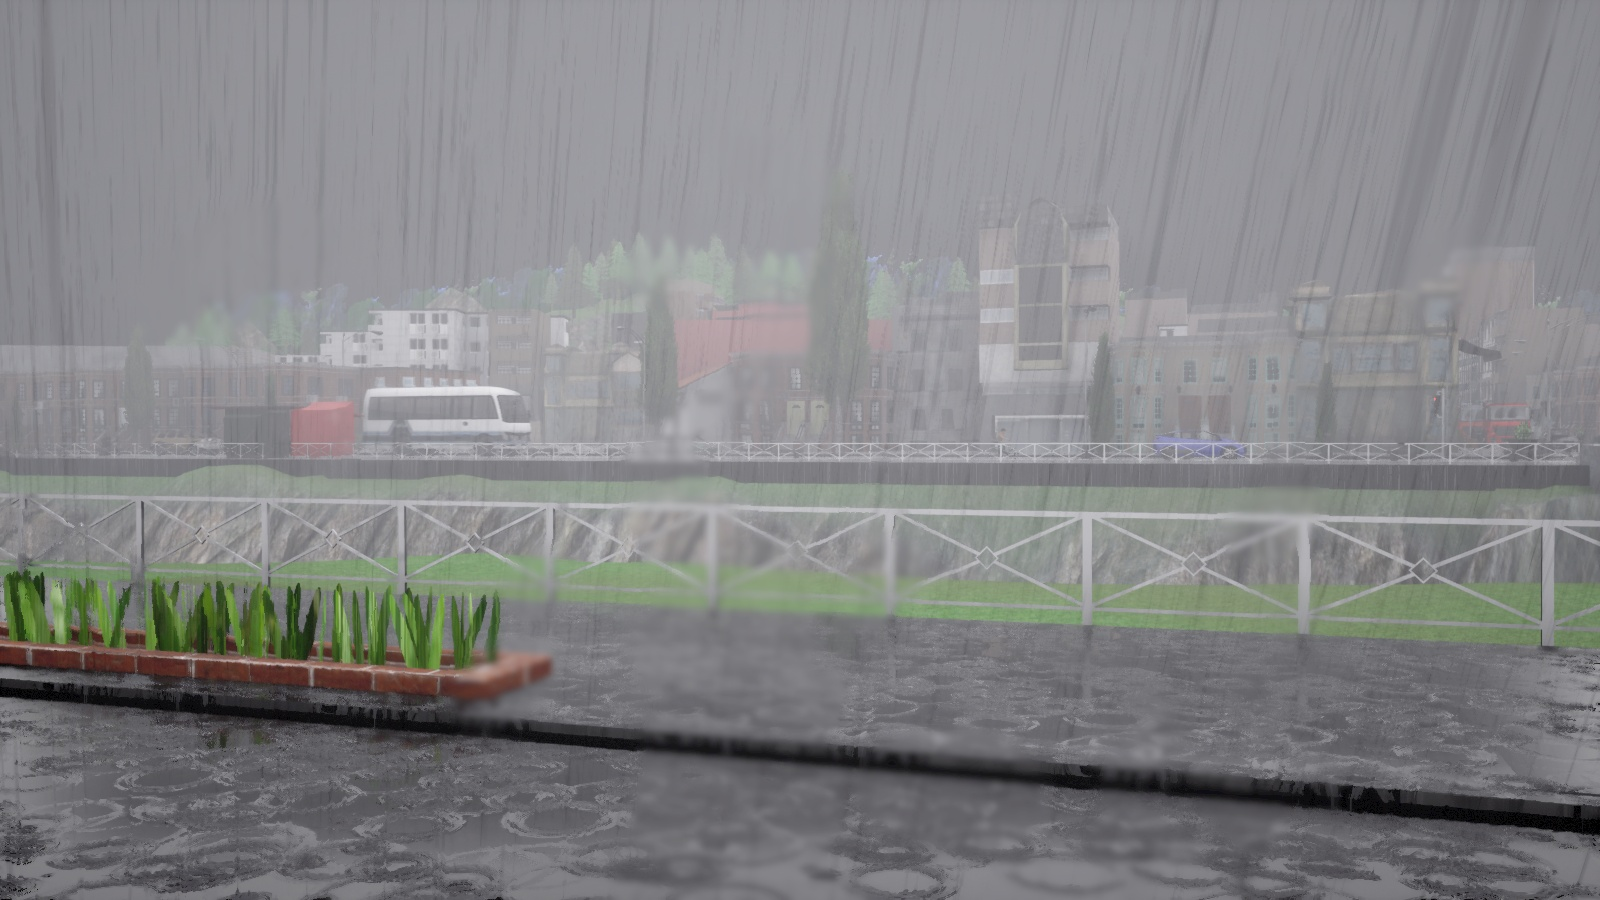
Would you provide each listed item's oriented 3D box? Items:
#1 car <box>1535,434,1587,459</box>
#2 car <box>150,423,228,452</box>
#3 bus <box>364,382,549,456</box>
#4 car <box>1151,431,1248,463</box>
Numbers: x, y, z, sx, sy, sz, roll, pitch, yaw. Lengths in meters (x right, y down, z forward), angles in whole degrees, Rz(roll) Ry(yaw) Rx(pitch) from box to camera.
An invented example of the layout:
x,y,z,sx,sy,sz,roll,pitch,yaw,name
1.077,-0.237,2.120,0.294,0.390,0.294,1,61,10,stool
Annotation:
x,y,z,sx,sy,sz,roll,pitch,yaw,name
46.844,-0.223,77.386,1.816,1.474,4.193,1,1,19,car
-40.018,-0.824,82.266,4.605,1.855,1.932,1,1,19,car
-20.710,-1.841,75.762,10.273,4.253,3.944,1,1,19,bus
19.760,-0.148,62.185,4.514,1.525,2.007,1,1,18,car
